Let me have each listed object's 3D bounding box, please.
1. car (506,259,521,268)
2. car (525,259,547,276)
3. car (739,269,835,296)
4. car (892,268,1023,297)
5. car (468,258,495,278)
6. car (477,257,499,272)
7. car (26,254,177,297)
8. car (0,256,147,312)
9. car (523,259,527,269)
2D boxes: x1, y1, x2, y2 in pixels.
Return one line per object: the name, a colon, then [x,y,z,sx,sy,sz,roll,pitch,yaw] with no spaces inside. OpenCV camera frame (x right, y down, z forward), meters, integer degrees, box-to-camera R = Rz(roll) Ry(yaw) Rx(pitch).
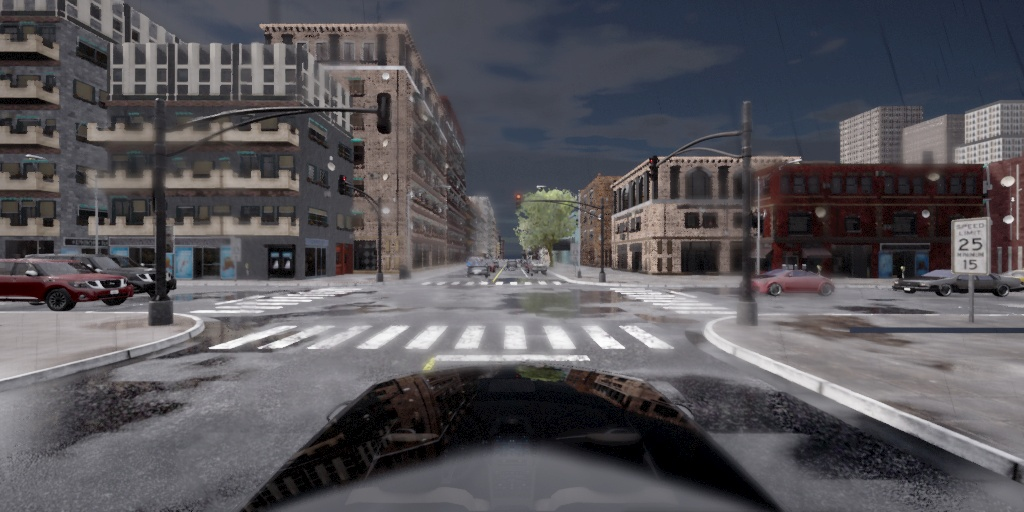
car: [-0.005,1.314,63.366,2.128,1.511,4.902,0,0,0]
car: [2.687,1.327,37.010,2.007,1.370,4.403,0,0,0]
car: [14.717,1.385,19.308,4.181,1.385,1.994,0,0,0]
car: [24.018,1.410,19.376,5.357,1.411,2.033,0,0,0]
car: [-3.105,1.264,34.360,2.128,1.511,4.902,0,0,0]
car: [-3.102,1.140,44.254,2.097,1.767,4.553,0,0,0]
car: [-18.311,0.916,15.869,5.566,2.045,2.150,0,0,0]
car: [-17.278,1.012,13.289,5.009,1.841,2.192,0,0,0]
car: [2.687,1.225,42.707,1.967,1.591,4.097,0,0,0]
